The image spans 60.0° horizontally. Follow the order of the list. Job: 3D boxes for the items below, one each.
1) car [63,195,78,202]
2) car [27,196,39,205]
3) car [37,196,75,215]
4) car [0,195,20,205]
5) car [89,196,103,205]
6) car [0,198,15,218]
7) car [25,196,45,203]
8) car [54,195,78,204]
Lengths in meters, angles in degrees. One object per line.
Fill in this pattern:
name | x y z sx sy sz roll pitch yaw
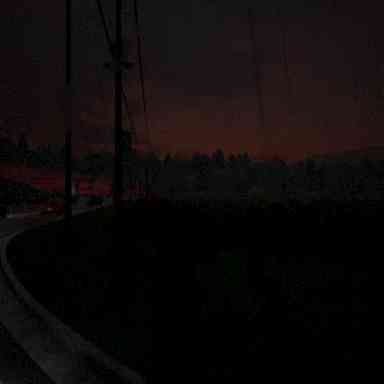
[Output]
car | -25.006 1.314 68.696 1.837 1.490 4.892 0 0 -7
car | -27.160 1.509 57.824 1.812 1.442 4.674 0 0 -7
car | -13.809 1.468 34.013 1.882 1.535 5.008 0 0 -7
car | -30.401 1.335 55.390 2.097 1.767 4.553 0 0 -7
car | -16.531 1.478 57.326 2.128 1.511 4.902 0 0 -7
car | -16.464 1.483 26.574 2.128 1.511 4.902 0 0 -7
car | -31.963 1.505 67.933 2.128 1.511 4.902 0 0 -7
car | -19.350 1.533 51.276 2.033 1.411 5.357 0 0 -6
